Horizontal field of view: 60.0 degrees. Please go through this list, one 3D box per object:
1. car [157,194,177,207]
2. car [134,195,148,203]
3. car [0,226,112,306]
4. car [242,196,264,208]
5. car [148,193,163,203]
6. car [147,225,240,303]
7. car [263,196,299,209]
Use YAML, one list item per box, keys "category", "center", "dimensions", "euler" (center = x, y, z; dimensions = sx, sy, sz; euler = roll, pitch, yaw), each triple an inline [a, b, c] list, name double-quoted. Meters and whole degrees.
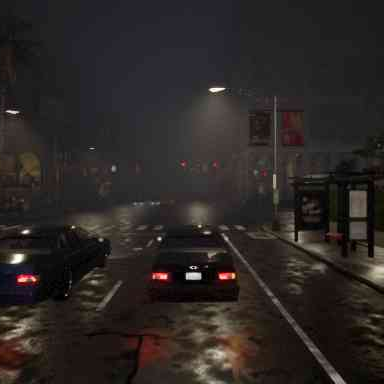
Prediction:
- category: "car"
  center: [-3.765, 1.477, 50.099]
  dimensions: [1.882, 1.535, 5.008]
  euler: [0, 0, 0]
- category: "car"
  center: [-11.024, 1.551, 70.475]
  dimensions: [1.994, 1.385, 4.181]
  euler: [0, 0, 0]
- category: "car"
  center: [-3.477, 1.547, 8.249]
  dimensions: [2.033, 1.411, 5.357]
  euler: [0, 0, 0]
- category: "car"
  center: [9.440, 1.351, 47.785]
  dimensions: [4.553, 1.767, 2.097]
  euler: [0, 0, 3]
- category: "car"
  center: [-7.524, 1.551, 70.521]
  dimensions: [1.994, 1.385, 4.181]
  euler: [0, 0, 0]
- category: "car"
  center: [0.023, 1.547, 8.435]
  dimensions: [2.033, 1.411, 5.357]
  euler: [0, 0, 0]
- category: "car"
  center: [12.461, 1.491, 44.033]
  dimensions: [4.902, 1.511, 2.128]
  euler: [0, 0, -1]
